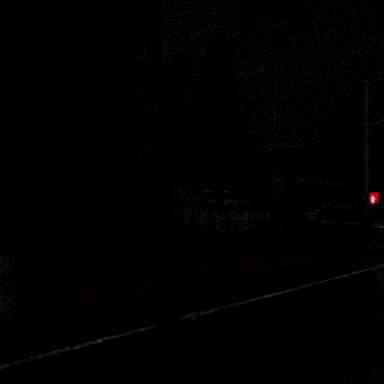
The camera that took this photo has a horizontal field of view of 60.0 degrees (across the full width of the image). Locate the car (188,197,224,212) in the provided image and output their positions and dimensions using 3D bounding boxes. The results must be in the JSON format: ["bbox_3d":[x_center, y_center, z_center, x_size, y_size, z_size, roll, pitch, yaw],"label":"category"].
[{"bbox_3d":[1.627,1.587,36.851,1.994,1.385,4.181,0,0,-37],"label":"car"}]

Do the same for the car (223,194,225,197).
[{"bbox_3d":[7.000,1.115,94.375,1.905,1.878,3.866,0,0,-37],"label":"car"}]

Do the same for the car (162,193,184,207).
[{"bbox_3d":[-3.658,1.377,50.097,2.097,1.767,4.553,0,0,-35],"label":"car"}]

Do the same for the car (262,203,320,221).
[{"bbox_3d":[8.267,1.625,28.073,1.895,1.301,4.718,0,0,-37],"label":"car"}]

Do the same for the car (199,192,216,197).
[{"bbox_3d":[4.914,1.134,92.312,1.932,1.855,4.605,0,0,-37],"label":"car"}]
